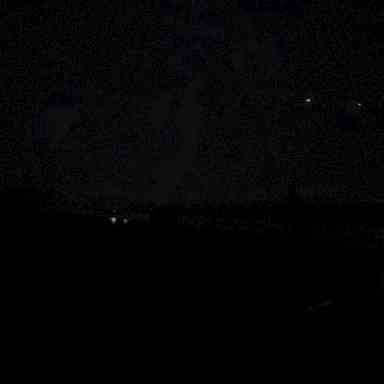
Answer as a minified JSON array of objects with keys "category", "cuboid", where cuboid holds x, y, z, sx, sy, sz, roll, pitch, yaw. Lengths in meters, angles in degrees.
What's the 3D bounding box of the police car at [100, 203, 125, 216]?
[{"category":"police car","cuboid":[-10.380,2.251,43.445,1.930,1.638,5.238,-3,0,-36]}]
